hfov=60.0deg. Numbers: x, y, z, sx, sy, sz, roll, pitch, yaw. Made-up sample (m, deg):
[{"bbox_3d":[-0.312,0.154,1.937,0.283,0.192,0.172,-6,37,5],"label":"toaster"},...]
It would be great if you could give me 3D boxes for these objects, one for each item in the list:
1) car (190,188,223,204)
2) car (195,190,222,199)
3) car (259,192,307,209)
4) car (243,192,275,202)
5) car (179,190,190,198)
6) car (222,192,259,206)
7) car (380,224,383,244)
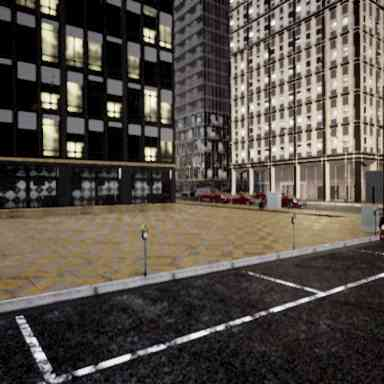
[{"bbox_3d":[2.459,0.469,40.978,2.192,1.841,5.009,1,1,-36],"label":"car"},{"bbox_3d":[2.630,0.363,55.114,1.752,1.417,4.829,0,1,-36],"label":"car"},{"bbox_3d":[8.955,0.808,31.920,1.967,1.590,4.097,1,1,-36],"label":"car"},{"bbox_3d":[9.228,0.637,45.913,1.802,1.307,4.206,0,1,-36],"label":"car"},{"bbox_3d":[-0.522,0.300,59.507,1.947,1.339,4.313,0,1,-36],"label":"car"},{"bbox_3d":[5.703,0.843,36.451,1.802,1.307,4.206,1,1,-36],"label":"car"},{"bbox_3d":[9.151,1.288,13.091,4.097,1.590,1.967,-1,0,-36],"label":"car"}]
